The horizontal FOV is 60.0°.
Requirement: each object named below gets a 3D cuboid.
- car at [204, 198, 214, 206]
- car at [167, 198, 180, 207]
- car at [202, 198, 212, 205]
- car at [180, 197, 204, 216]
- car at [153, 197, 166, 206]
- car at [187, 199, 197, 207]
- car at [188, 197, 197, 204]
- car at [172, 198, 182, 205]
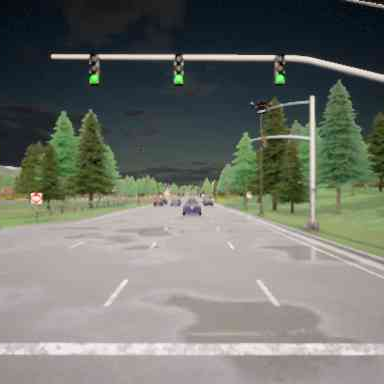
[{"bbox_3d":[3.508,2.328,69.574,1.895,1.301,4.718,0,-1,0],"label":"car"},{"bbox_3d":[-3.492,2.272,69.129,2.033,1.411,5.357,0,-1,0],"label":"car"},{"bbox_3d":[3.509,2.219,79.549,2.033,1.411,5.357,0,-1,0],"label":"car"},{"bbox_3d":[0.004,1.763,38.489,2.097,1.767,4.553,0,-1,0],"label":"car"},{"bbox_3d":[-6.992,2.258,69.546,1.812,1.442,4.674,0,-1,0],"label":"car"},{"bbox_3d":[0.008,2.284,69.512,1.994,1.385,4.181,0,-1,0],"label":"car"},{"bbox_3d":[0.009,2.034,79.522,2.097,1.767,4.553,0,-1,0],"label":"car"},{"bbox_3d":[-3.491,2.219,79.550,2.033,1.411,5.357,0,-1,0],"label":"car"}]
